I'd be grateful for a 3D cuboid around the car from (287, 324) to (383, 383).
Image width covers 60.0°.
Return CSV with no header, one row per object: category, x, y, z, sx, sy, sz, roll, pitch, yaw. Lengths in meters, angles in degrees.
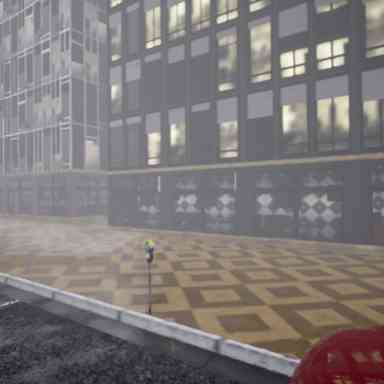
car,2.717,1.317,0.962,5.009,1.841,2.192,0,-1,35
